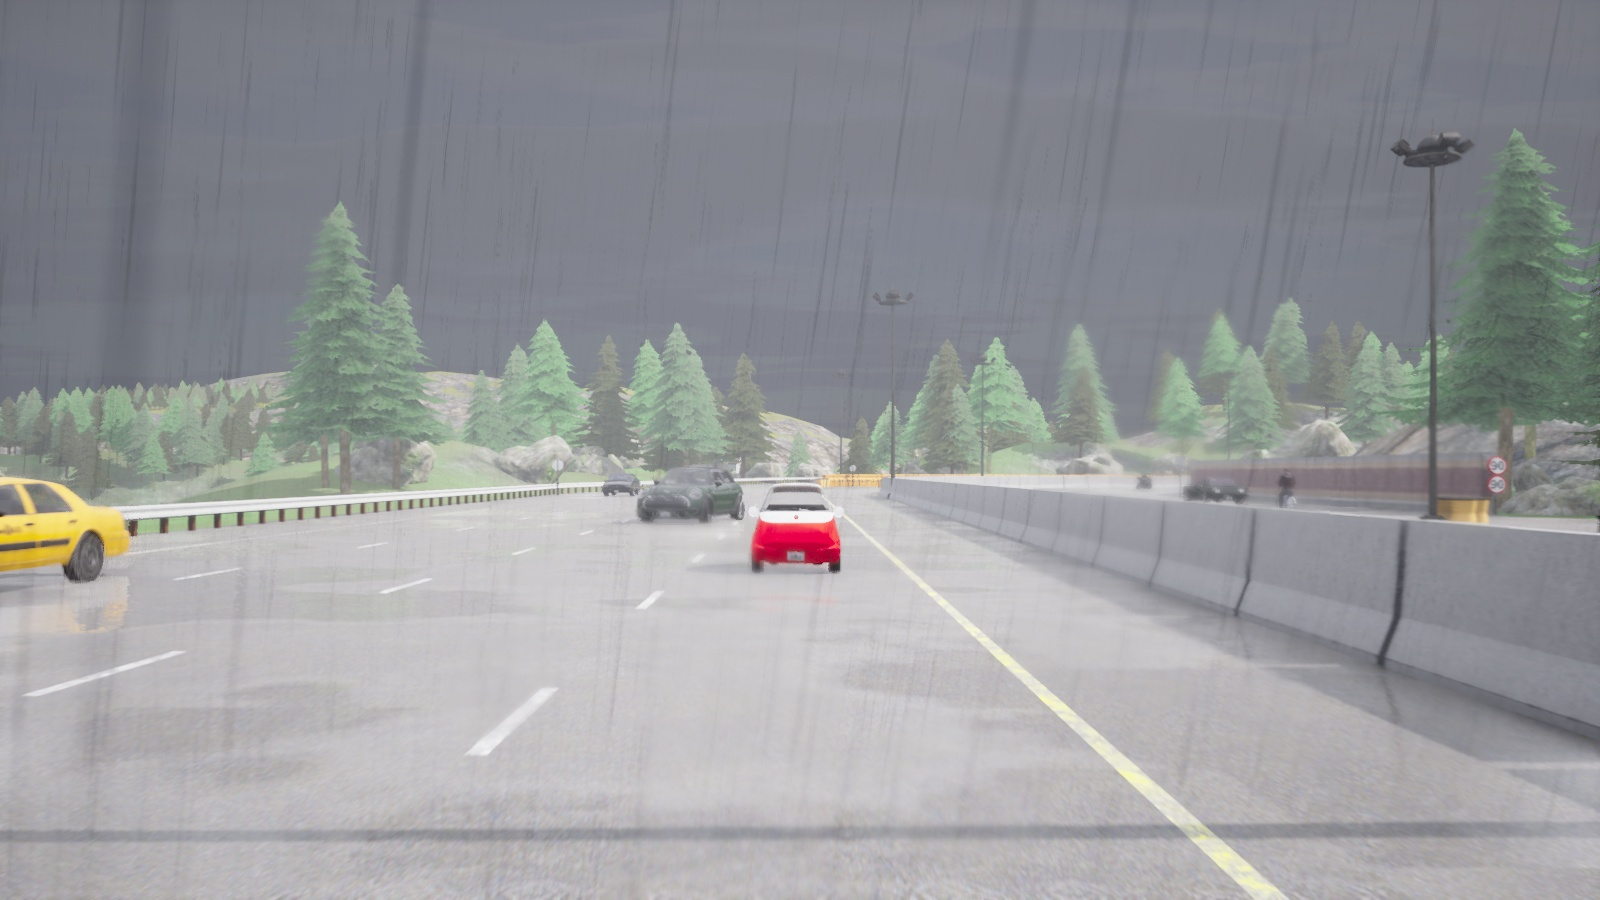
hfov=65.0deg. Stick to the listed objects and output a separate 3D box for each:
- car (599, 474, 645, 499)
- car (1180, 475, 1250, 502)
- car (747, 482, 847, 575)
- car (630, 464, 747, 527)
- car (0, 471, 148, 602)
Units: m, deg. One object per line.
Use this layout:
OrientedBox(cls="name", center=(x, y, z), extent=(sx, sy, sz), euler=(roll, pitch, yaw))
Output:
OrientedBox(cls="car", center=(-10.869, 2.207, 76.962), extent=(2.033, 1.411, 5.357), euler=(0, -1, 0))
OrientedBox(cls="car", center=(20.740, 1.896, 62.962), extent=(1.895, 1.301, 4.718), euler=(0, -1, 0))
OrientedBox(cls="car", center=(-0.048, 1.206, 19.911), extent=(1.481, 1.376, 2.207), euler=(0, -2, 0))
OrientedBox(cls="car", center=(-3.287, 1.328, 37.979), extent=(2.097, 1.767, 4.553), euler=(0, -1, 15))
OrientedBox(cls="car", center=(-10.538, 1.063, 15.885), extent=(1.801, 1.575, 5.366), euler=(0, -1, 0))
